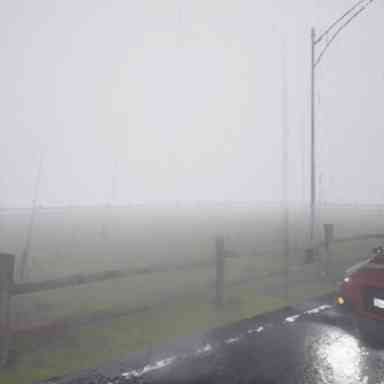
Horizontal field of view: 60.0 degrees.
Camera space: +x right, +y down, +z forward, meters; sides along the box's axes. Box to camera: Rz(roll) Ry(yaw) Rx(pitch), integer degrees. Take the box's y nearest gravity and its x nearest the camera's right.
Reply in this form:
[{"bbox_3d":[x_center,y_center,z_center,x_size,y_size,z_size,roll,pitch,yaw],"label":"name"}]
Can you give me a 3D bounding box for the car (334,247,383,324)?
[{"bbox_3d":[4.610,1.571,6.338,4.181,1.385,1.994,0,0,-35],"label":"car"}]
